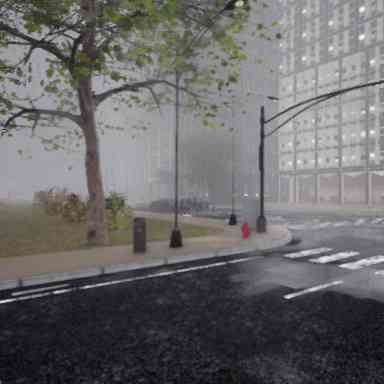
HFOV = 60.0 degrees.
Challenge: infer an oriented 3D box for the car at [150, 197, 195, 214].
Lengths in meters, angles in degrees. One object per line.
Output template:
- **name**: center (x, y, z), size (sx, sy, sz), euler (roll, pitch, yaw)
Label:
- **car**: center (-2.314, 1.318, 32.940), size (2.033, 1.411, 5.357), euler (1, 0, -34)

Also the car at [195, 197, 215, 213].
- **car**: center (0.441, 1.286, 34.671), size (2.128, 1.511, 4.902), euler (1, 0, -34)

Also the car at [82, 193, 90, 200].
- **car**: center (-15.508, 1.238, 52.784), size (1.837, 1.490, 4.892), euler (1, -1, -33)
